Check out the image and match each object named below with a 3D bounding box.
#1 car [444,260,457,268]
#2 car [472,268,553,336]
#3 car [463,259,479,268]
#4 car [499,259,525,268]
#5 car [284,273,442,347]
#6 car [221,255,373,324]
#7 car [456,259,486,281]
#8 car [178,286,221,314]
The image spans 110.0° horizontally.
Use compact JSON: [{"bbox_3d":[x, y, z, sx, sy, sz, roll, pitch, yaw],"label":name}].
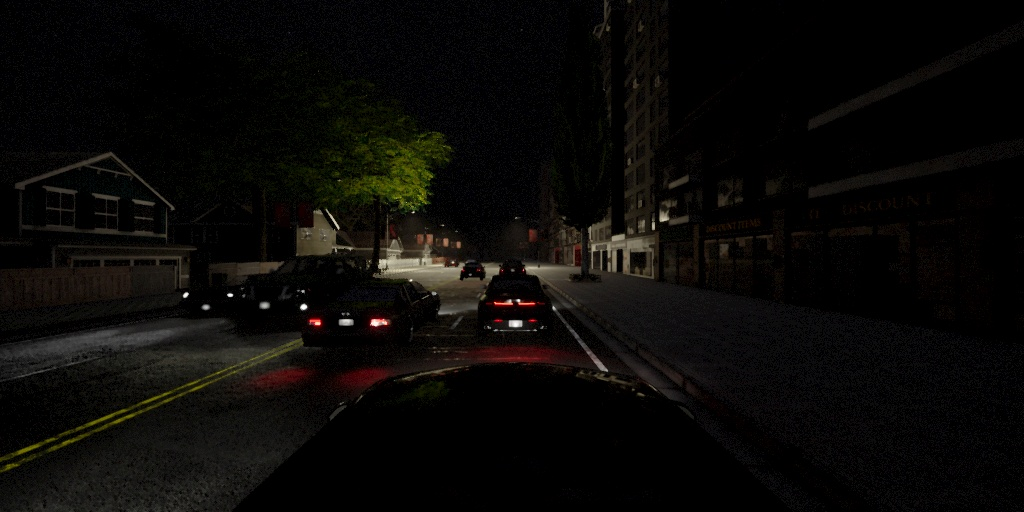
[{"bbox_3d":[-9.949,1.282,59.318,1.994,1.385,4.181,0,0,0],"label":"car"},{"bbox_3d":[0.072,1.254,10.365,1.837,1.490,4.892,0,0,0],"label":"car"},{"bbox_3d":[-6.699,1.251,59.330,2.033,1.411,5.357,0,0,0],"label":"car"},{"bbox_3d":[0.013,1.092,28.646,2.097,1.767,4.553,0,0,-1],"label":"car"},{"bbox_3d":[-3.168,1.297,9.269,2.033,1.411,5.357,0,0,-1],"label":"car"},{"bbox_3d":[-6.635,0.970,12.369,2.150,2.045,5.566,0,0,0],"label":"car"},{"bbox_3d":[-3.247,1.265,30.172,1.812,1.442,4.674,0,0,0],"label":"car"},{"bbox_3d":[-9.890,1.348,13.795,1.895,1.301,4.718,0,0,0],"label":"car"}]
